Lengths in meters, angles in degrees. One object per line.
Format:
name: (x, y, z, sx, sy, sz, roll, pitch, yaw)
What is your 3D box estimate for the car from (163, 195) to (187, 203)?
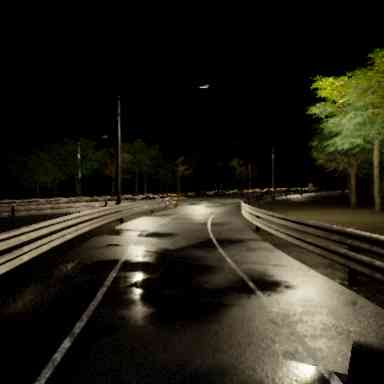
car: (-2.852, 1.168, 55.561, 1.882, 1.535, 5.008, 0, 2, 38)

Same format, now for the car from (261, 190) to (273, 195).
car: (19.383, 0.243, 84.288, 2.033, 1.411, 5.357, 0, 2, 38)
